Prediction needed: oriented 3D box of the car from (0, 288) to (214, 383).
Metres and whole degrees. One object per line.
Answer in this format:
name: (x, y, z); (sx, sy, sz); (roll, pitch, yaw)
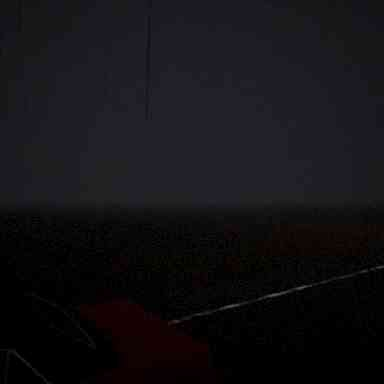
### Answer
car: (-2.215, 1.599, 2.412); (4.718, 1.301, 1.895); (0, 0, -35)
